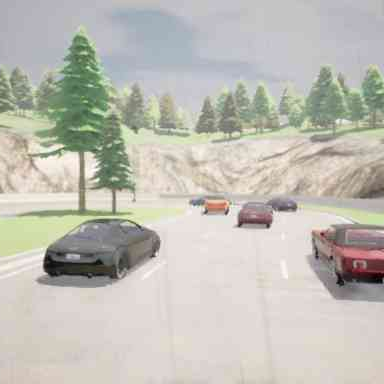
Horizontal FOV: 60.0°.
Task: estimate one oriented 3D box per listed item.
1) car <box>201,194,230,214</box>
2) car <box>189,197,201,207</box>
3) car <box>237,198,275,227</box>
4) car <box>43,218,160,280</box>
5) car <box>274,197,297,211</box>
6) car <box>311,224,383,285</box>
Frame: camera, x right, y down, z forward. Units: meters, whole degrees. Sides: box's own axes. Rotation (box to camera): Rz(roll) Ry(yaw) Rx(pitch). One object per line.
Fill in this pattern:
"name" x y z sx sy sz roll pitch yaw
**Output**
"car" 2.170 0.993 30.198 2.097 1.767 4.553 0 1 3
"car" 2.012 1.077 39.492 5.357 1.411 2.033 1 1 44
"car" 3.998 1.318 20.814 1.994 1.385 4.181 0 1 15
"car" -2.351 1.445 9.674 1.994 1.385 4.181 0 1 11
"car" 8.824 1.171 33.495 1.994 1.385 4.181 0 1 -10
"car" 4.457 1.497 8.900 1.895 1.301 4.718 0 1 11
